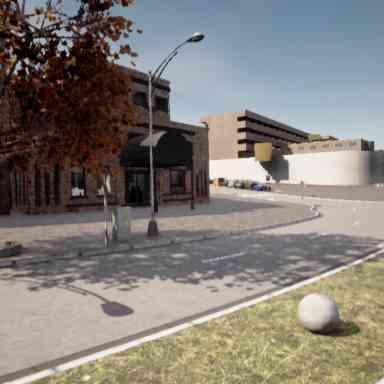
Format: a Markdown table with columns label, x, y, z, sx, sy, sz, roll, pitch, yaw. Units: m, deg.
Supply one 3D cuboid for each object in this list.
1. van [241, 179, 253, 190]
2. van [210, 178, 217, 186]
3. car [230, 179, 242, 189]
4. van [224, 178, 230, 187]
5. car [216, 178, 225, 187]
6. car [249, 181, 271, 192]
| label | x | y | z | sx | sy | sz | roll | pitch | yaw |
| --- | --- | --- | --- | --- | --- | --- | --- | --- | --- |
| van | 13.030 | -1.417 | 70.464 | 1.878 | 1.987 | 4.442 | 6 | 6 | 40 |
| van | 7.118 | -2.436 | 80.863 | 1.878 | 1.987 | 4.442 | 5 | 6 | 40 |
| car | 11.467 | -1.691 | 72.944 | 2.435 | 2.045 | 5.566 | 6 | 6 | 40 |
| van | 9.933 | -1.917 | 75.478 | 1.878 | 1.987 | 4.442 | 6 | 6 | 40 |
| car | 8.502 | -2.076 | 78.156 | 2.185 | 1.767 | 4.553 | 6 | 6 | 40 |
| car | 14.419 | -0.934 | 67.790 | 2.097 | 1.535 | 5.008 | 6 | 6 | 40 |
